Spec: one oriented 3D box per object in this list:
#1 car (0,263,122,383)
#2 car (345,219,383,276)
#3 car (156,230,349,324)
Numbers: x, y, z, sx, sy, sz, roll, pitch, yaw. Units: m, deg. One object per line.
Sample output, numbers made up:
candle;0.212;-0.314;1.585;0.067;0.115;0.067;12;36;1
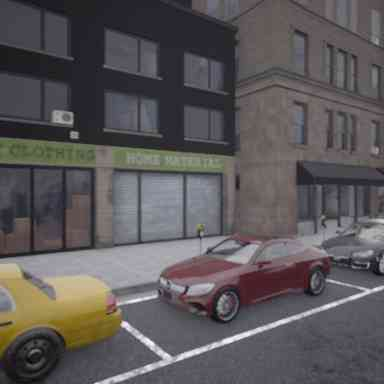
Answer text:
car;-3.276;1.525;3.853;4.829;1.417;1.752;0;0;-35
car;5.683;1.548;10.229;4.403;1.369;2.008;0;0;-35
car;1.273;1.581;7.090;4.206;1.307;1.802;0;0;-35
